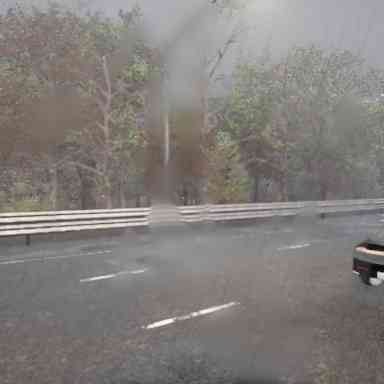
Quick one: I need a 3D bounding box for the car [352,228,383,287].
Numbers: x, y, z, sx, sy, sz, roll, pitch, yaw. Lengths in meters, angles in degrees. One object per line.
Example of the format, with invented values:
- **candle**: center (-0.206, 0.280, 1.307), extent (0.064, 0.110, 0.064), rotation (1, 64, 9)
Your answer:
- **car**: center (5.774, 1.430, 7.908), extent (4.902, 1.511, 2.128), rotation (0, 0, -35)
